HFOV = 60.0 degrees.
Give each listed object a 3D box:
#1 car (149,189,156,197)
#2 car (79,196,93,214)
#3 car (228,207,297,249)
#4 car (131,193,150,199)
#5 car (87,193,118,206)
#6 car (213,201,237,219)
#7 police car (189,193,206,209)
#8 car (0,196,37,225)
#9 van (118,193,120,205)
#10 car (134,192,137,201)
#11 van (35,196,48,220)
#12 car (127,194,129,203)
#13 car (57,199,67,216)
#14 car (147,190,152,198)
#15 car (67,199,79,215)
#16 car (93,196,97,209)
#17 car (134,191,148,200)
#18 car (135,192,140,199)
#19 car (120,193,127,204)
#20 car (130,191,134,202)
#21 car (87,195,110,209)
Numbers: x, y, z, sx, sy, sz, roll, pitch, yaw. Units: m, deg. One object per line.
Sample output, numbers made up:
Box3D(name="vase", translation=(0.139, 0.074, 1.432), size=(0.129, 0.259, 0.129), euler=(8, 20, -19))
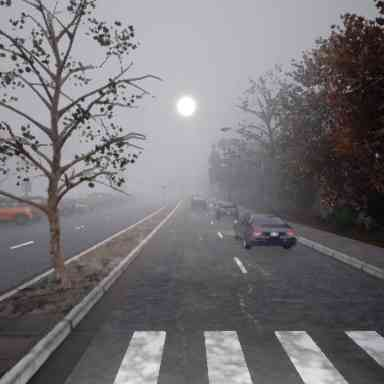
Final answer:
Box3D(name="car", translation=(-13.813, 0.716, 92.465), size=(5.566, 2.045, 2.435), euler=(-1, 0, -20))
Box3D(name="car", translation=(-13.698, 1.541, 35.663), size=(5.366, 1.575, 1.946), euler=(-1, 0, -20))
Box3D(name="car", translation=(3.000, 1.597, 14.653), size=(2.033, 1.411, 5.357), euler=(0, 0, 0))
Box3D(name="car", translation=(-13.841, 1.046, 89.450), size=(4.674, 1.452, 2.002), euler=(-1, 0, -20))
Box3D(name="car", translation=(-13.892, 1.211, 47.516), size=(5.566, 2.045, 2.435), euler=(-1, 1, -20))
Box3D(name="car", translation=(3.000, 1.562, 29.650), size=(2.128, 1.511, 4.902), euler=(0, 0, 0))
Box3D(name="police car", translation=(0.900, 1.410, 45.593), size=(1.930, 1.638, 5.238), euler=(0, 1, 0))
Box3D(name="car", translation=(-13.850, 1.431, 23.662), size=(4.553, 1.767, 2.185), euler=(-1, 0, -20))
Box3D(name="van", translation=(-13.756, 1.203, 50.559), size=(4.442, 1.987, 1.878), euler=(-1, 0, -20))
Box3D(name="car", translation=(-13.847, 1.312, 65.430), size=(4.674, 1.452, 2.002), euler=(-1, 1, -20))
Box3D(name="van", translation=(-13.771, 1.336, 26.689), size=(4.442, 1.987, 1.878), euler=(-1, 0, -20))
Box3D(name="car", translation=(-13.851, 1.368, 56.483), size=(4.892, 1.521, 2.231), euler=(-1, 1, -20))
Box3D(name="car", translation=(-13.869, 1.601, 29.622), size=(4.674, 1.452, 2.002), euler=(-1, 0, -20))
Box3D(name="car", translation=(-14.011, 1.045, 86.376), size=(5.366, 1.575, 1.946), euler=(-1, 1, -20))
Box3D(name="car", translation=(-13.898, 1.588, 32.594), size=(4.792, 1.488, 2.163), euler=(-1, 0, -20))
Box3D(name="car", translation=(-13.841, 1.561, 38.590), size=(4.792, 1.488, 2.163), euler=(-1, 0, -20))
Box3D(name="car", translation=(-13.817, 1.141, 80.453), size=(4.792, 1.488, 2.163), euler=(-1, 0, -20))
Box3D(name="car", translation=(-13.824, 1.269, 68.448), size=(4.792, 1.488, 2.163), euler=(-1, 0, -20))
Box3D(name="car", translation=(-13.838, 1.148, 53.512), size=(5.566, 2.045, 2.435), euler=(-1, 0, -20))
Box3D(name="car", translation=(-13.826, 1.178, 62.456), size=(4.553, 1.767, 2.185), euler=(-1, 1, -20))
Box3D(name="car", translation=(-13.861, 1.528, 44.548), size=(4.674, 1.452, 2.002), euler=(-1, 1, -20))
